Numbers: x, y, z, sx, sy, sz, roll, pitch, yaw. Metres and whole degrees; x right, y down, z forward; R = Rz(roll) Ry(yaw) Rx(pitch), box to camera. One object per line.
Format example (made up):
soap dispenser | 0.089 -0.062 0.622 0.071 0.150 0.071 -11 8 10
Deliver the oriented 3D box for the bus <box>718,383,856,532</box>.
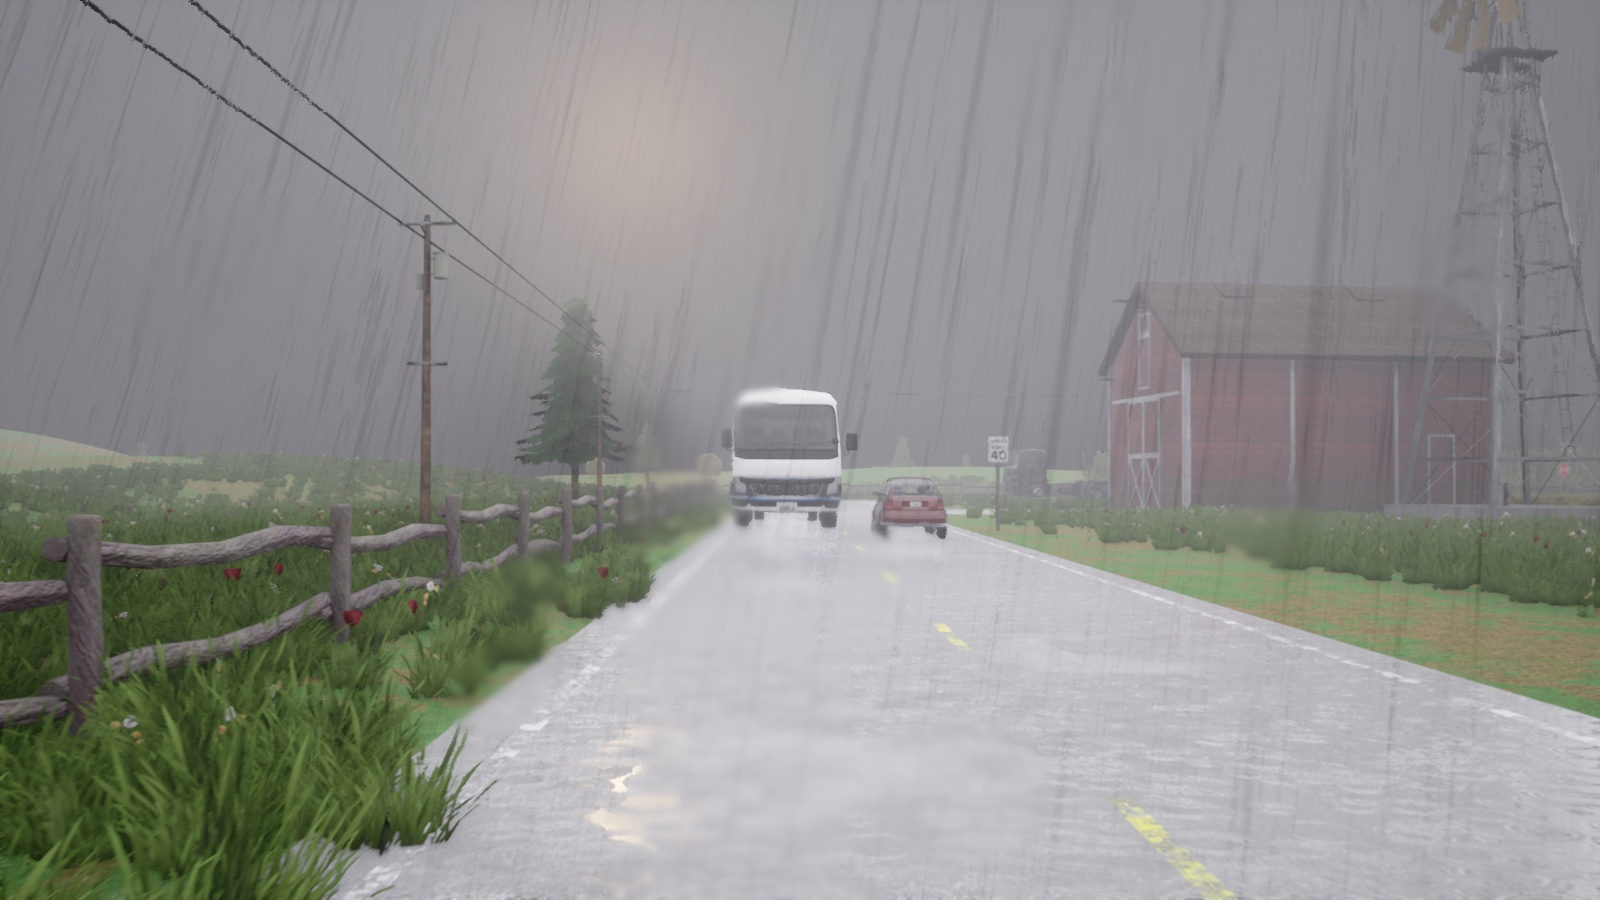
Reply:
bus | -0.425 0.308 41.037 3.944 4.253 10.273 0 -1 -1

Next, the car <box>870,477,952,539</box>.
car | 2.867 1.486 33.221 1.789 1.549 3.705 0 -1 -1

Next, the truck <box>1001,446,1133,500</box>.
truck | 17.465 1.501 82.481 7.936 3.462 2.891 0 -1 -6
